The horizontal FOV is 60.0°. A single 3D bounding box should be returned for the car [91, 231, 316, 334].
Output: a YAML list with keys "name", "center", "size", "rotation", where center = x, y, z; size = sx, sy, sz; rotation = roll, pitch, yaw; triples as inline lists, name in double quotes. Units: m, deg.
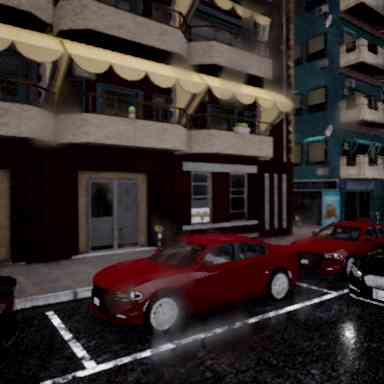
- name: "car"
  center: [0.270, 1.555, 6.762]
  size: [4.507, 1.381, 1.887]
  rotation: [0, -1, -35]

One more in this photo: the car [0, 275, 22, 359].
- name: "car"
  center: [-4.227, 1.563, 3.554]
  size: [4.313, 1.339, 1.947]
  rotation: [0, -1, -35]

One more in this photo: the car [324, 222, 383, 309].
- name: "car"
  center: [5.275, 1.513, 7.077]
  size: [4.902, 1.511, 2.128]
  rotation: [0, 0, -35]

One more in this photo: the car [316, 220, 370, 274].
- name: "car"
  center: [4.767, 1.569, 9.969]
  size: [4.507, 1.381, 1.887]
  rotation: [0, -1, -35]
